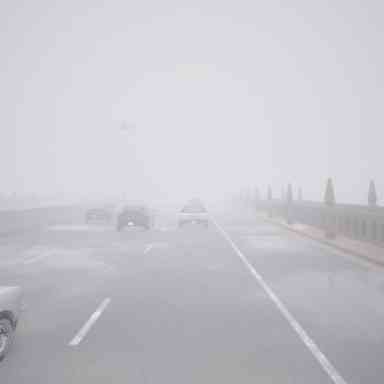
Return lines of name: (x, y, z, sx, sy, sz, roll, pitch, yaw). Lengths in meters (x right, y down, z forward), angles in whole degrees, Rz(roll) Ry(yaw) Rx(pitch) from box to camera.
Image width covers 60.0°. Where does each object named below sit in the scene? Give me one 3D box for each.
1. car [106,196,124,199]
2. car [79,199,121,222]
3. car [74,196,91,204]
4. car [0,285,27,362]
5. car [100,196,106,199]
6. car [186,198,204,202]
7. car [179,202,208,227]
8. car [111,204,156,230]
car: (-13.288, 1.506, 59.480, 1.837, 1.490, 4.892, 0, 0, 2)
car: (-6.895, 1.527, 25.833, 1.812, 1.442, 4.674, 0, 0, 0)
car: (-20.215, 1.504, 61.520, 1.837, 1.490, 4.892, 0, 0, 2)
car: (-3.400, 1.601, 2.847, 1.895, 1.301, 4.718, 0, 0, 0)
car: (-16.623, 1.506, 64.605, 2.128, 1.511, 4.902, 0, 0, 2)
car: (0.347, 1.507, 41.484, 1.837, 1.490, 4.892, 0, 0, 1)
car: (0.097, 1.602, 23.024, 1.895, 1.301, 4.718, 0, 0, 0)
car: (-3.404, 1.506, 20.829, 1.837, 1.490, 4.892, 0, 0, 0)
